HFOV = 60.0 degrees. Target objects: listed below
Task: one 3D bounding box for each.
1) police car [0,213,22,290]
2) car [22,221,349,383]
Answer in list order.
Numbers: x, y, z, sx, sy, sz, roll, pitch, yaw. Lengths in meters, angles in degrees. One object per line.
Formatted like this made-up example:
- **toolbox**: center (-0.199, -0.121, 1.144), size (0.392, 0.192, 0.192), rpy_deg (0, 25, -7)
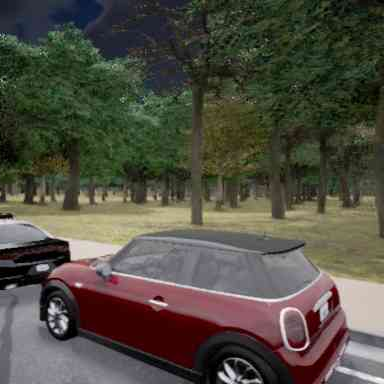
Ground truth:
- **police car**: center (-5.249, 1.370, 8.522), size (5.238, 1.638, 1.930), rpy_deg (0, 0, 36)
- **car**: center (-0.257, 1.335, 4.945), size (4.553, 1.767, 2.097), rpy_deg (0, 0, 36)
